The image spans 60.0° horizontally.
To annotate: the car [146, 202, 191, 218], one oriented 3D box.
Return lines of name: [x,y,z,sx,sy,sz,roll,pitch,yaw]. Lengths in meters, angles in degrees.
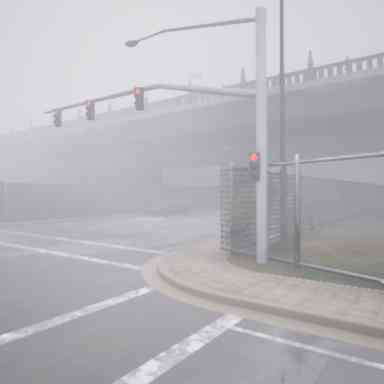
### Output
car: [-2.196,1.725,33.098,2.033,1.411,5.357,0,0,35]
